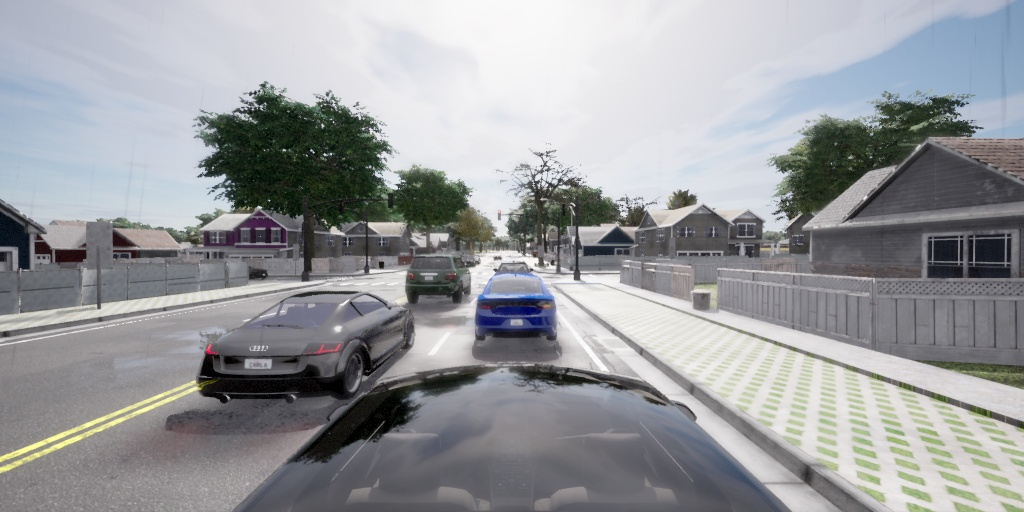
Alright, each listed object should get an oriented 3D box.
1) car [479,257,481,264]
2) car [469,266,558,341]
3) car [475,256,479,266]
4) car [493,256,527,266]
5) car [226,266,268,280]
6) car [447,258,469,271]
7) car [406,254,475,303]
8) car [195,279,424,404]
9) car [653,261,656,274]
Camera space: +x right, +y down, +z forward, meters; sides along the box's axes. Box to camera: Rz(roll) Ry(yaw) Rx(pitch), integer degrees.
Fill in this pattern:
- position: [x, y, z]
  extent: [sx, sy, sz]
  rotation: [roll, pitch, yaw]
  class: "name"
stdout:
- position: [-6.652, 0.728, 64.518]
  extent: [2.033, 1.411, 5.357]
  rotation: [0, 1, 0]
  class: "car"
- position: [0.088, 1.213, 9.887]
  extent: [1.882, 1.535, 5.008]
  rotation: [0, 0, 0]
  class: "car"
- position: [-6.661, 0.715, 54.238]
  extent: [2.097, 1.767, 4.553]
  rotation: [0, 1, 0]
  class: "car"
- position: [0.074, 1.041, 18.842]
  extent: [2.097, 1.767, 4.553]
  rotation: [0, 0, 0]
  class: "car"
- position: [-22.624, 1.267, 29.215]
  extent: [5.008, 1.535, 1.882]
  rotation: [0, 1, 3]
  class: "car"
- position: [-6.663, 1.011, 44.800]
  extent: [2.033, 1.411, 5.357]
  rotation: [0, 1, 0]
  class: "car"
- position: [-3.173, 0.927, 16.351]
  extent: [2.150, 2.045, 5.566]
  rotation: [0, 0, 0]
  class: "car"
- position: [-3.157, 1.308, 6.470]
  extent: [1.994, 1.385, 4.181]
  rotation: [0, 0, 0]
  class: "car"
- position: [12.675, 1.095, 32.532]
  extent: [4.718, 1.301, 1.895]
  rotation: [0, 1, 1]
  class: "car"
